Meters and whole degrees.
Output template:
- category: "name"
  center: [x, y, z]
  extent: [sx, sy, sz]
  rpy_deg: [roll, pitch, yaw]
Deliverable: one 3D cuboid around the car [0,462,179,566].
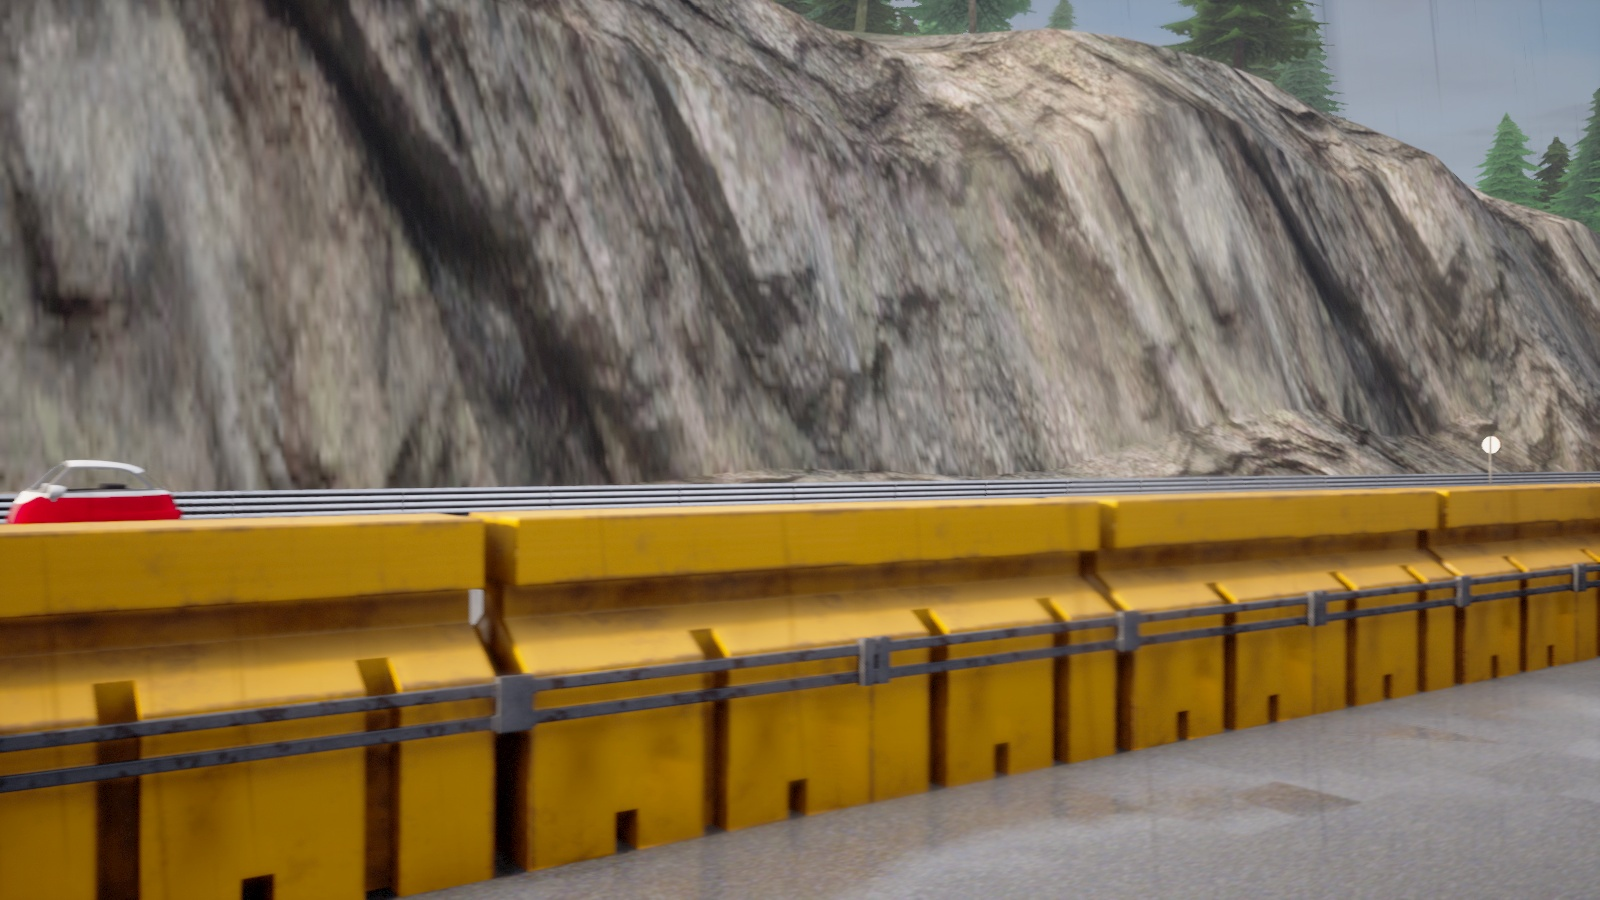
- category: "car"
  center: [-10.195, 0.865, 17.884]
  extent: [2.207, 1.376, 1.481]
  rpy_deg: [0, 0, -35]
